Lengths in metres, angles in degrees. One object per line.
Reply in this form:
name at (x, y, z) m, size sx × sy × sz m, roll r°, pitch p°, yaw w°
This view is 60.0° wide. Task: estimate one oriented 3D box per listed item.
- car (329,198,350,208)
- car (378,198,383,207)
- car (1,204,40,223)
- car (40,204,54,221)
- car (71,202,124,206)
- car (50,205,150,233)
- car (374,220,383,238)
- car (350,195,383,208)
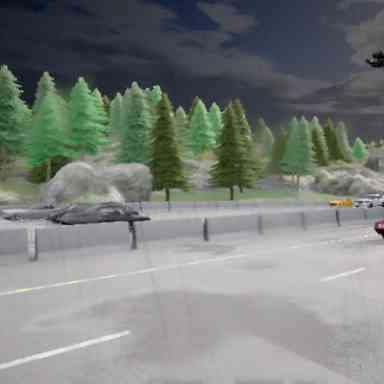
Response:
car at (22.650, 1.626, 50.189) m, size 5.008 × 1.535 × 1.882 m, roll 1°, pitch -1°, yaw -35°
car at (27.921, 1.768, 45.360) m, size 4.718 × 1.301 × 1.895 m, roll 1°, pitch -1°, yaw -35°
car at (-11.971, 1.575, 25.547) m, size 4.718 × 1.301 × 1.895 m, roll 0°, pitch 0°, yaw -35°
car at (-8.076, 1.490, 24.025) m, size 4.674 × 1.442 × 1.812 m, roll 0°, pitch 0°, yaw -35°
car at (-5.735, 1.468, 21.396) m, size 4.892 × 1.490 × 1.837 m, roll 0°, pitch 0°, yaw -35°
car at (-4.735, 1.569, 17.810) m, size 4.718 × 1.301 × 1.895 m, roll 0°, pitch 0°, yaw -35°
car at (10.621, 1.551, 15.621) m, size 4.718 × 1.301 × 1.895 m, roll 0°, pitch 0°, yaw -35°
car at (25.831, 1.386, 48.164) m, size 5.566 × 2.045 × 2.150 m, roll 1°, pitch 0°, yaw -35°
